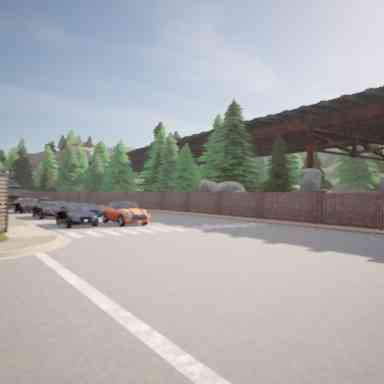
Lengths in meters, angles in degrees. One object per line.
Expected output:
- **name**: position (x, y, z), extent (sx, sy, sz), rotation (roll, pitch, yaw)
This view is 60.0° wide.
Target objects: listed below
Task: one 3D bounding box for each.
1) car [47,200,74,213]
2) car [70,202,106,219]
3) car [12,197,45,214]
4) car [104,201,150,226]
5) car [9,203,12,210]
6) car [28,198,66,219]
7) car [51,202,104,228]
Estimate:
- **car**: position (-15.750, 1.697, 39.640), extent (1.994, 1.385, 4.181), rotation (1, -1, -36)
- **car**: position (-9.963, 1.698, 31.653), extent (1.994, 1.385, 4.181), rotation (1, -1, -36)
- **car**: position (-18.358, 1.439, 37.263), extent (2.097, 1.767, 4.553), rotation (1, -1, -36)
- **car**: position (-4.910, 1.487, 24.684), extent (2.097, 1.767, 4.553), rotation (1, -1, -36)
- **car**: position (-24.204, 1.564, 45.391), extent (1.882, 1.535, 5.008), rotation (1, -1, -35)
- **car**: position (-12.972, 1.593, 29.839), extent (1.837, 1.490, 4.892), rotation (1, -1, -36)
- **car**: position (-7.943, 1.653, 22.901), extent (1.994, 1.385, 4.181), rotation (1, -1, -36)
